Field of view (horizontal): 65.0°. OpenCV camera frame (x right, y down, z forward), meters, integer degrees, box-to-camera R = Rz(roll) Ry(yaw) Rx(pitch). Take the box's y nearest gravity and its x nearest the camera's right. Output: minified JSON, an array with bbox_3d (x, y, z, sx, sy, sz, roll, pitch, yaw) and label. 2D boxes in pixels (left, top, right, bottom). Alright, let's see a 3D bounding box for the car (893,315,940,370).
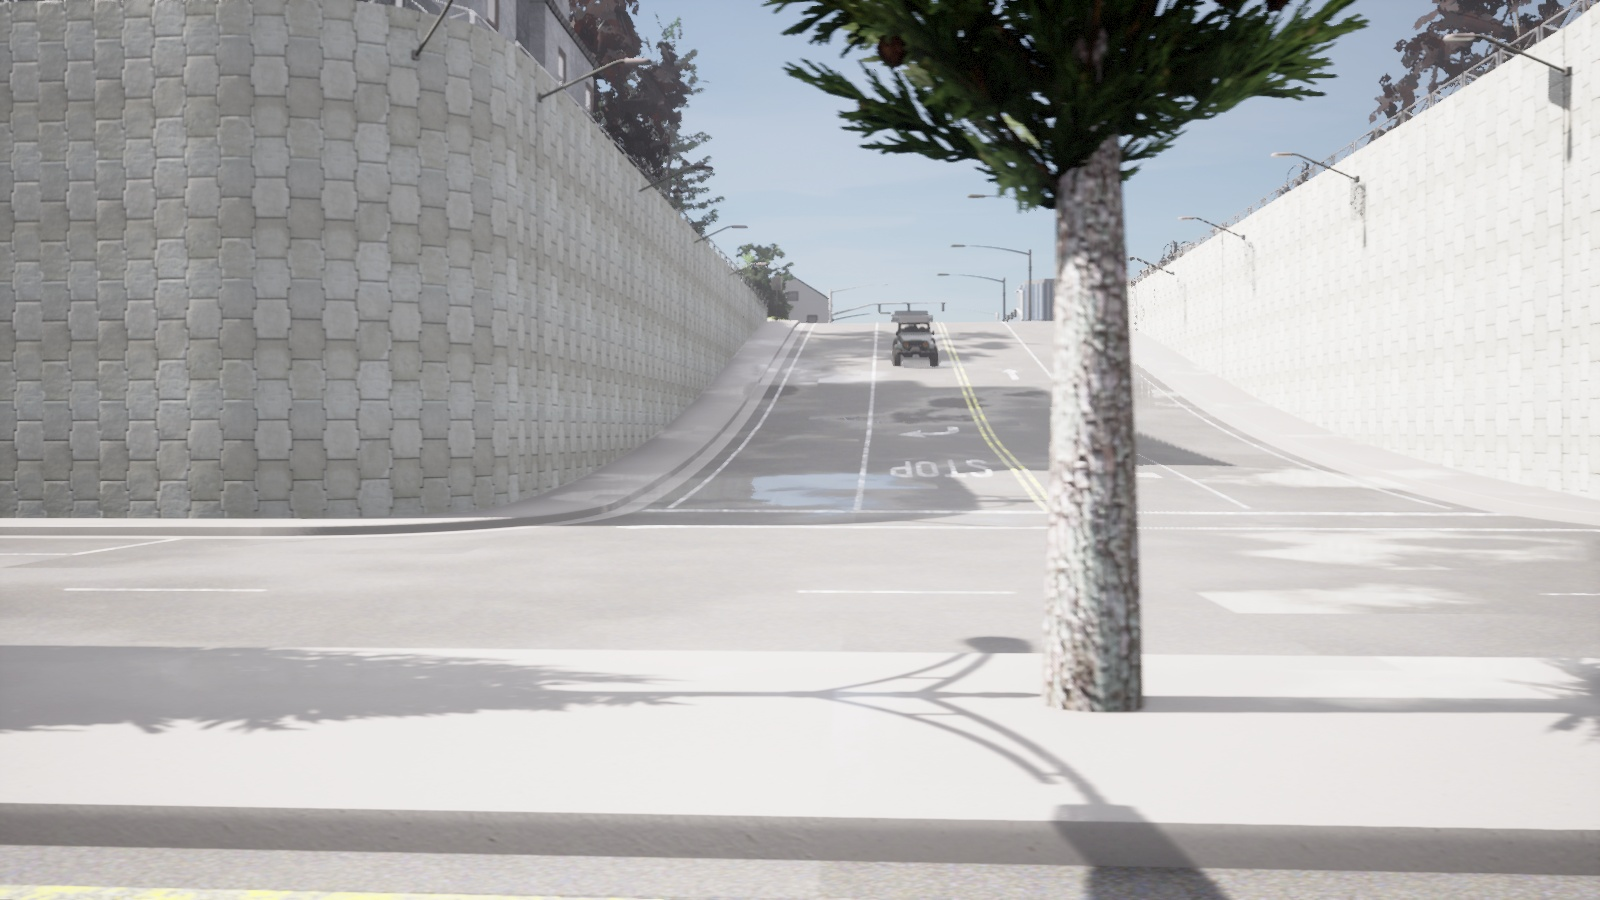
[{"bbox_3d":[5.005,-4.687,54.313,1.905,1.878,3.866,0,12,4],"label":"car"}]
